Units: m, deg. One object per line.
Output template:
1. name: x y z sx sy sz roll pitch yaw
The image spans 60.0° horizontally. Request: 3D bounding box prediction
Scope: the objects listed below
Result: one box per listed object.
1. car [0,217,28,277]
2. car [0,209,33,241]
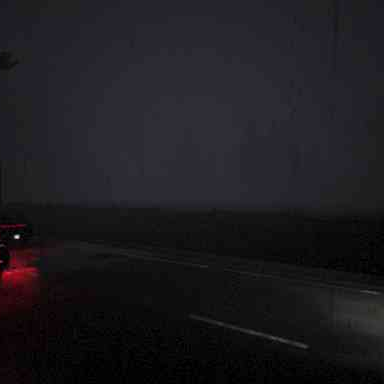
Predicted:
1. car: -6.734 1.501 8.786 4.902 1.511 2.128 0 0 36
2. car: -8.956 1.519 14.670 4.892 1.490 1.837 0 0 35
